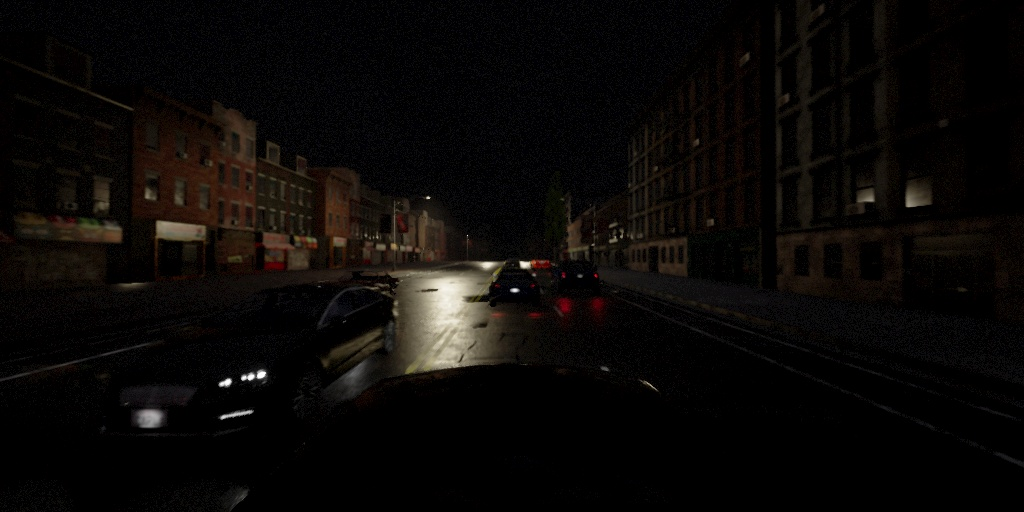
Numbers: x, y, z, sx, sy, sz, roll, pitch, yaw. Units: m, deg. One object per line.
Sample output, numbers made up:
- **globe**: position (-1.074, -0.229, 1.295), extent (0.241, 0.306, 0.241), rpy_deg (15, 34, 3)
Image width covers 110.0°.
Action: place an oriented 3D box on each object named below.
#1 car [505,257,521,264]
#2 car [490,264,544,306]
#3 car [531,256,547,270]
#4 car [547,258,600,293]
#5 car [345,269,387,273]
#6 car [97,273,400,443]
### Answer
- **car**: position (0.110, 0.896, 47.370), extent (2.128, 1.511, 4.902), rpy_deg (0, 0, 0)
- **car**: position (0.103, 1.232, 15.280), extent (1.994, 1.385, 4.181), rpy_deg (0, 0, 0)
- **car**: position (3.354, 0.791, 42.036), extent (2.097, 1.767, 4.553), rpy_deg (0, 0, 0)
- **car**: position (3.339, 0.986, 19.691), extent (2.097, 1.767, 4.553), rpy_deg (0, 0, 0)
- **car**: position (-6.500, 1.265, 15.568), extent (1.895, 1.301, 4.718), rpy_deg (0, 0, 0)
- **car**: position (-3.330, 1.219, 5.753), extent (2.128, 1.511, 4.902), rpy_deg (0, 0, 0)
